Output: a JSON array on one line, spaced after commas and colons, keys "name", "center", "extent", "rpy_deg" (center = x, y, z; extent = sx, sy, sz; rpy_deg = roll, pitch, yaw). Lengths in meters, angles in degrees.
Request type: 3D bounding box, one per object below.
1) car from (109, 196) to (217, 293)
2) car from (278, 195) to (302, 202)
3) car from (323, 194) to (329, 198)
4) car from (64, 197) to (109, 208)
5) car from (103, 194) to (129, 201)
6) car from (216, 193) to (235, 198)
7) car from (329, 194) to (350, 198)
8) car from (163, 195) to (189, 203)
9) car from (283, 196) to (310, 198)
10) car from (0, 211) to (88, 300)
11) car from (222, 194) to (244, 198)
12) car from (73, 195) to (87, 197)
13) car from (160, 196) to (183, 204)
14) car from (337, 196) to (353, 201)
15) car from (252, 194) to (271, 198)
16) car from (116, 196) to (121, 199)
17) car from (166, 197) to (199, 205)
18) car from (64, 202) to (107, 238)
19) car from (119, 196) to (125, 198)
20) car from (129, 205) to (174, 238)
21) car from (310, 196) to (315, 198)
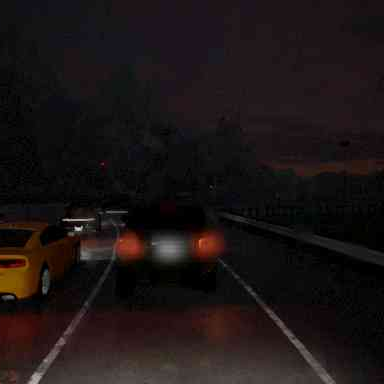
[{"name": "car", "center": [-0.759, 1.221, 9.071], "extent": [2.150, 2.045, 5.566], "rpy_deg": [0, 0, -7]}, {"name": "car", "center": [23.244, 1.540, 79.046], "extent": [5.357, 1.411, 2.033], "rpy_deg": [0, 0, -23]}, {"name": "car", "center": [36.495, 1.263, 87.466], "extent": [5.008, 1.535, 1.882], "rpy_deg": [0, 0, -38]}, {"name": "car", "center": [-11.506, 1.569, 36.146], "extent": [4.181, 1.385, 1.994], "rpy_deg": [0, 0, -20]}, {"name": "car", "center": [-9.279, 1.224, 44.416], "extent": [5.566, 2.045, 2.150], "rpy_deg": [0, 0, -20]}, {"name": "car", "center": [5.875, 1.547, 68.725], "extent": [5.357, 1.411, 2.033], "rpy_deg": [0, 0, -20]}, {"name": "car", "center": [32.359, 1.553, 71.901], "extent": [4.181, 1.385, 1.994], "rpy_deg": [0, 0, -27]}, {"name": "car", "center": [-3.305, 1.478, 69.081], "extent": [5.008, 1.535, 1.882], "rpy_deg": [0, 0, -20]}, {"name": "car", "center": [20.370, 1.478, 66.573], "extent": [5.008, 1.535, 1.882], "rpy_deg": [0, 0, -20]}, {"name": "car", "center": [-4.167, 1.478, 8.343], "extent": [1.882, 1.535, 5.008], "rpy_deg": [0, 0, -6]}, {"name": "car", "center": [8.487, 1.564, 62.314], "extent": [4.181, 1.385, 1.994], "rpy_deg": [0, 0, -21]}, {"name": "car", "center": [-21.586, 1.352, 62.482], "extent": [4.553, 1.767, 2.097], "rpy_deg": [0, 0, -20]}, {"name": "car", "center": [-4.005, 1.564, 65.181], "extent": [4.181, 1.385, 1.994], "rpy_deg": [0, 0, -20]}, {"name": "car", "center": [39.304, 1.593, 85.251], "extent": [4.718, 1.301, 1.895], "rpy_deg": [0, 0, -38]}, {"name": "car", "center": [14.903, 1.355, 72.022], "extent": [4.553, 1.767, 2.097], "rpy_deg": [0, 0, -20]}, {"name": "car", "center": [-6.987, 1.566, 41.529], "extent": [4.181, 1.385, 1.994], "rpy_deg": [0, 0, -20]}, {"name": "car", "center": [-1.684, 1.547, 58.593], "extent": [5.357, 1.411, 2.033], "rpy_deg": [0, 0, -20]}, {"name": "car", "center": [-5.773, 1.492, 17.586], "extent": [2.128, 1.511, 4.902], "rpy_deg": [0, 0, -14]}, {"name": "car", "center": [-4.879, 1.508, 34.846], "extent": [4.892, 1.490, 1.837], "rpy_deg": [0, 0, -20]}, {"name": "car", "center": [-2.512, 1.547, 19.111], "extent": [2.033, 1.411, 5.357], "rpy_deg": [0, 0, -13]}, {"name": "car", "center": [26.851, 1.595, 76.878], "extent": [4.718, 1.301, 1.895], "rpy_deg": [0, 0, -27]}]
